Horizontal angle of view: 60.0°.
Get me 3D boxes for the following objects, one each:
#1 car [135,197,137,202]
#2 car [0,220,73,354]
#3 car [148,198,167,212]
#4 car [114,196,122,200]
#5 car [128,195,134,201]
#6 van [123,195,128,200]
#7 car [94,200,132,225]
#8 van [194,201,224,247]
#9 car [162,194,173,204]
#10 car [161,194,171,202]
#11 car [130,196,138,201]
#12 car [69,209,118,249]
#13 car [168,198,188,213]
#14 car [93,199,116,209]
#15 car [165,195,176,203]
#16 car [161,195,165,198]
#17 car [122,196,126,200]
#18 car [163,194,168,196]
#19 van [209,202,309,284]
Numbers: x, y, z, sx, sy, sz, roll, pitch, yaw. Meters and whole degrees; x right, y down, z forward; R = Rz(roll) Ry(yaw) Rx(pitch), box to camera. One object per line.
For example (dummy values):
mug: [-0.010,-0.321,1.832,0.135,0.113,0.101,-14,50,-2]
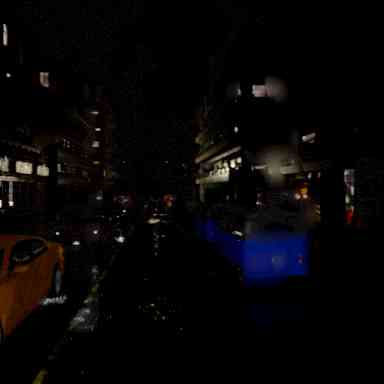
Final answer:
car: [-15.447,1.878,86.380,1.802,1.307,4.206,-2,0,-6]
car: [-3.663,1.533,5.721,1.882,1.535,5.008,-1,0,-7]
car: [-4.286,1.697,39.571,1.895,1.301,4.718,-1,0,-7]
car: [-10.355,1.621,41.855,1.967,1.590,4.097,-2,0,-6]
car: [-12.913,1.553,64.117,2.192,1.841,5.009,-2,0,-6]
van: [-11.624,1.550,52.987,1.690,1.788,3.998,-2,0,-6]
car: [-5.853,1.608,25.090,1.837,1.490,4.892,-1,0,-6]
van: [1.103,1.340,14.938,1.690,1.788,3.998,-2,0,-6]
car: [-5.227,1.455,70.600,2.192,1.841,5.009,-2,0,-6]
car: [-6.492,1.484,81.733,2.192,1.841,5.009,-2,0,-6]
car: [-16.080,1.892,91.946,1.802,1.307,4.206,-2,0,-6]
car: [-4.722,1.679,15.067,1.895,1.301,4.718,-1,0,-6]
car: [-1.422,1.637,37.203,1.802,1.307,4.206,-2,0,-6]
car: [-9.718,1.748,36.289,1.802,1.307,4.206,-2,0,-6]
car: [-2.709,1.609,48.505,1.752,1.417,4.829,-2,0,-6]
car: [-5.493,1.628,50.137,1.837,1.490,4.892,-1,0,-6]
car: [-10.985,1.745,47.421,2.008,1.369,4.403,-2,0,-6]
car: [-3.961,1.427,59.468,2.192,1.841,5.009,-2,0,-6]
van: [1.736,1.327,9.371,1.690,1.788,3.998,-2,0,-6]
